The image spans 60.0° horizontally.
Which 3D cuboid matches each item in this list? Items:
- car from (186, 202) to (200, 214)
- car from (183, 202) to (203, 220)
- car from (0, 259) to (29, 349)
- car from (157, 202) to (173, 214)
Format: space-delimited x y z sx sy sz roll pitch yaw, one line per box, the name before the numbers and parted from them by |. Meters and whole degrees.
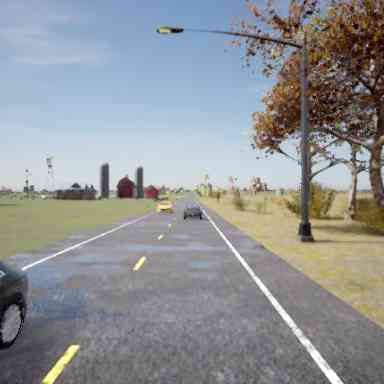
car | 0.085 2.094 44.045 1.812 1.442 4.674 0 -1 0
car | 0.098 1.919 32.998 2.128 1.511 4.902 0 -1 0
car | -3.598 1.553 3.588 1.837 1.490 4.892 0 -1 0
car | -3.592 2.056 44.881 1.882 1.535 5.008 0 -1 0
